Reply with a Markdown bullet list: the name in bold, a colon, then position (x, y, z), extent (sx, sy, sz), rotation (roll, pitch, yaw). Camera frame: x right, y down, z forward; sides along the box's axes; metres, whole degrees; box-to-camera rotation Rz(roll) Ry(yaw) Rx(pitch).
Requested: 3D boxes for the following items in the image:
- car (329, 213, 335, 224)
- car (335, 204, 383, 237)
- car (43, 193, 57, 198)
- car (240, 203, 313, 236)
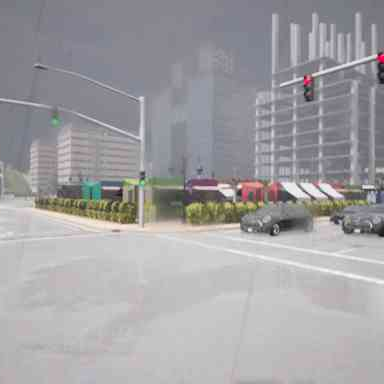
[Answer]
- **car**: position (12.357, 1.675, 24.628), extent (5.357, 1.411, 2.033), rotation (0, 0, -38)
- **car**: position (10.398, 1.455, 18.711), extent (4.553, 1.767, 2.097), rotation (0, 0, -38)
- **car**: position (-29.277, 1.117, 71.912), extent (3.866, 1.878, 1.905), rotation (0, 0, -38)
- **car**: position (4.846, 1.420, 18.866), extent (4.553, 1.767, 2.097), rotation (0, 0, -37)
